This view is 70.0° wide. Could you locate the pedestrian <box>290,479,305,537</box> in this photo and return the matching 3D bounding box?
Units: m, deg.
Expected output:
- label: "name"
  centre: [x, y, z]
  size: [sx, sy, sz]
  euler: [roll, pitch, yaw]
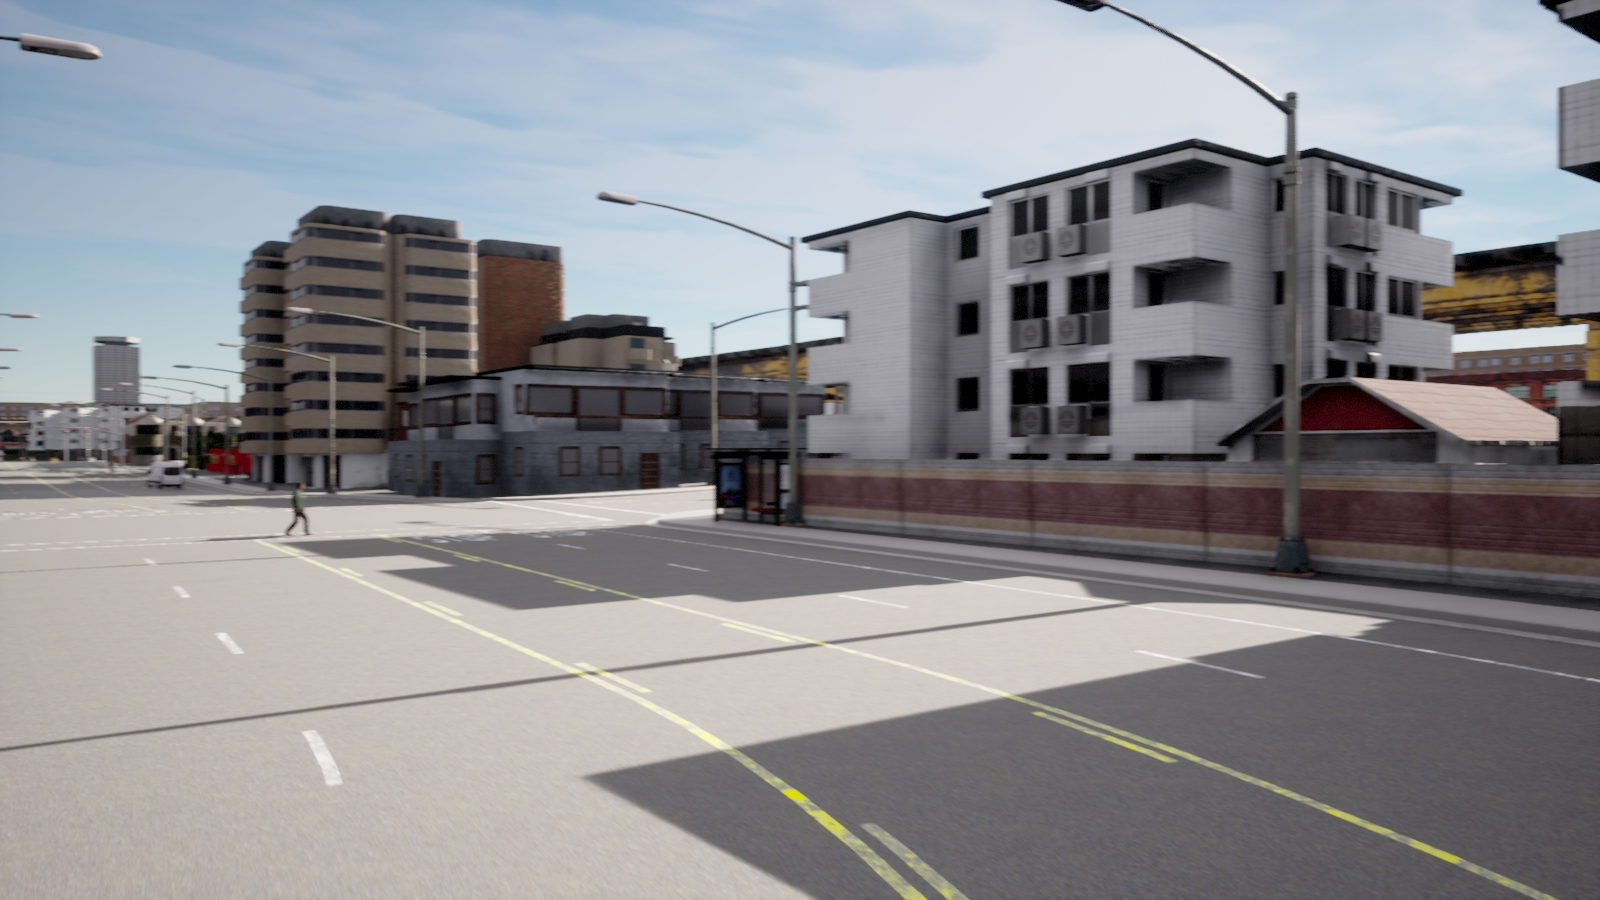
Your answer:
- label: "pedestrian"
  centre: [-16.274, 1.882, 37.012]
  size: [0.375, 1.860, 0.375]
  euler: [0, 0, -35]
